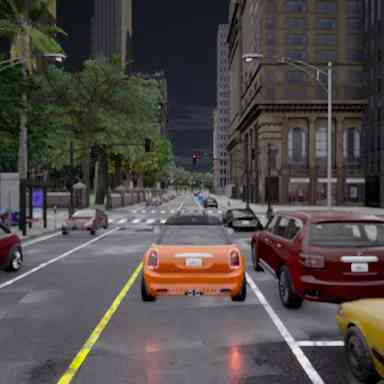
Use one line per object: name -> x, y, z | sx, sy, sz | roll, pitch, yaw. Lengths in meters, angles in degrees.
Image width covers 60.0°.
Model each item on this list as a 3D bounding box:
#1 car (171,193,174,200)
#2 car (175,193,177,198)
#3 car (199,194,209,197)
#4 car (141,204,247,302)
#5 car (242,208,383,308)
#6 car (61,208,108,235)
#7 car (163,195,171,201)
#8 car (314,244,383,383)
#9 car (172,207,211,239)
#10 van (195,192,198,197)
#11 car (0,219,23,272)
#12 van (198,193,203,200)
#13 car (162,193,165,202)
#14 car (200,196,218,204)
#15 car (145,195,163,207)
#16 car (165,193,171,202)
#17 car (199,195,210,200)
car -> -6.140, 1.232, 77.604 | 2.192, 1.841, 5.009 | 0, 0, 0
car -> -6.220, 1.201, 93.865 | 2.192, 1.841, 5.009 | 0, 0, 0
car -> 2.491, 1.476, 56.115 | 1.752, 1.417, 4.829 | 0, 0, 0
car -> 0.036, 1.348, 8.440 | 2.097, 1.767, 4.553 | 0, 0, 0
car -> 2.727, 1.311, 7.818 | 2.192, 1.841, 5.009 | 0, 0, 0
car -> -5.850, 1.570, 18.644 | 1.802, 1.307, 4.206 | 0, 0, 0
car -> -6.165, 1.433, 82.855 | 1.752, 1.417, 4.829 | 0, 0, 0
car -> 2.754, 1.524, 2.563 | 1.752, 1.417, 4.829 | 0, 0, 0
car -> -0.024, 1.590, 18.259 | 1.895, 1.301, 4.718 | 0, 0, 0
van -> 2.359, 1.248, 83.047 | 1.690, 1.788, 3.998 | 0, 0, 0
car -> -5.798, 1.436, 7.792 | 1.967, 1.590, 4.097 | 0, 0, 0
van -> 2.465, 1.284, 61.365 | 1.690, 1.788, 3.998 | 0, 0, 0
car -> -6.034, 1.391, 55.923 | 1.967, 1.590, 4.097 | 0, 0, 0
car -> 2.545, 1.529, 45.105 | 1.947, 1.339, 4.313 | 0, 0, 0
car -> -6.007, 1.508, 50.503 | 2.008, 1.369, 4.403 | 0, 0, 0
car -> -6.113, 1.367, 72.184 | 1.967, 1.590, 4.097 | 0, 0, 0
car -> 2.519, 1.523, 50.525 | 1.947, 1.339, 4.313 | 0, 0, 0
